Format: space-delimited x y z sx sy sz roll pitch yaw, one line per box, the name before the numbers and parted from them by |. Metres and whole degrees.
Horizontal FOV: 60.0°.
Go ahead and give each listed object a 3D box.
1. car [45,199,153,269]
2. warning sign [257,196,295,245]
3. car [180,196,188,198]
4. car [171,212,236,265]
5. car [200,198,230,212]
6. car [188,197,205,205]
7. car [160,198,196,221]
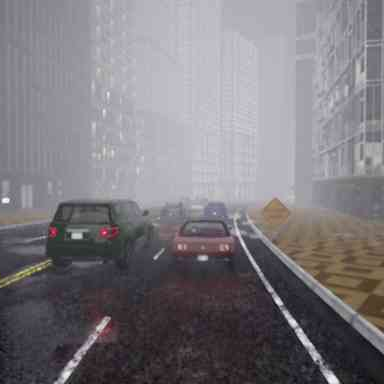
car | -2.809 1.227 11.356 2.150 2.045 5.566 0 0 4
warning sign | 3.401 1.132 13.625 1.300 1.860 1.060 1 1 4
car | -1.403 1.570 60.570 1.837 1.490 4.892 0 0 15
car | 0.483 1.610 11.754 1.895 1.301 4.718 0 0 4
car | 2.114 1.510 28.220 1.882 1.535 5.008 0 0 8
car | 1.472 1.571 58.766 2.128 1.511 4.902 0 0 15
car | -1.295 1.513 27.324 2.128 1.511 4.902 0 0 8
